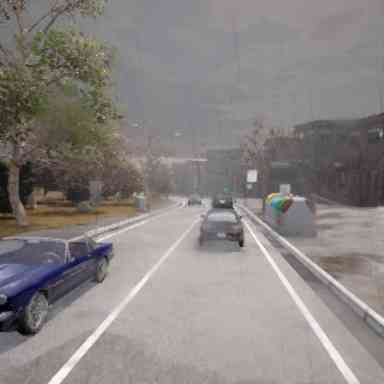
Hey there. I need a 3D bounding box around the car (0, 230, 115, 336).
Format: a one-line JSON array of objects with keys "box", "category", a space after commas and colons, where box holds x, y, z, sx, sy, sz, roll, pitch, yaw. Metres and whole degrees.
[{"box": [-3.155, 1.535, 6.754, 1.895, 1.301, 4.718, 1, 0, 4], "category": "car"}]

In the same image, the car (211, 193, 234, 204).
[{"box": [3.186, 1.087, 34.866, 2.150, 2.045, 5.566, 1, 0, 5], "category": "car"}]

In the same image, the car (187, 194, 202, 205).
[{"box": [0.408, 1.109, 50.985, 2.097, 1.767, 4.553, 0, 0, 1], "category": "car"}]

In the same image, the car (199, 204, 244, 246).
[{"box": [1.331, 1.476, 14.999, 1.812, 1.442, 4.674, 1, 0, 5], "category": "car"}]
